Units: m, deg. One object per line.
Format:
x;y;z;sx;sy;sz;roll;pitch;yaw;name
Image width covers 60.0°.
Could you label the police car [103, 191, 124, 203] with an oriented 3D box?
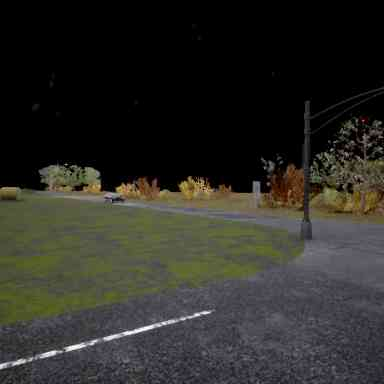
-11.672;0.744;49.723;1.930;1.638;5.238;1;0;-32;police car
